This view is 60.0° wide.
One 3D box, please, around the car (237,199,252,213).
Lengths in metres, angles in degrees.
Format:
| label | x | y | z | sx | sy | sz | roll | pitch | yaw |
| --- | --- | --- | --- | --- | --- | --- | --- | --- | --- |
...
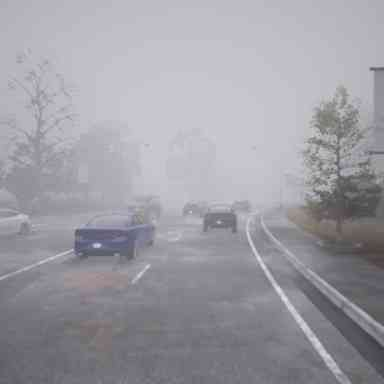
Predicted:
| label | x | y | z | sx | sy | sz | roll | pitch | yaw |
| --- | --- | --- | --- | --- | --- | --- | --- | --- | --- |
| car | 5.789 | 1.566 | 38.512 | 2.128 | 1.511 | 4.902 | 0 | 0 | 16 |

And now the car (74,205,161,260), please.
| label | x | y | z | sx | sy | sz | roll | pitch | yaw |
| --- | --- | --- | --- | --- | --- | --- | --- | --- | --- |
| car | -2.681 | 1.485 | 12.595 | 1.882 | 1.535 | 5.008 | 0 | 0 | 5 |

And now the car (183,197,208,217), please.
| label | x | y | z | sx | sy | sz | roll | pitch | yaw |
| --- | --- | --- | --- | --- | --- | --- | --- | --- | --- |
| car | 0.452 | 1.547 | 31.848 | 1.837 | 1.490 | 4.892 | 0 | 0 | 13 |

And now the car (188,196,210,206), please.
| label | x | y | z | sx | sy | sz | roll | pitch | yaw |
| --- | --- | --- | --- | --- | --- | --- | --- | --- | --- |
| car | 1.224 | 1.557 | 57.703 | 2.128 | 1.511 | 4.902 | 0 | 0 | 22 |

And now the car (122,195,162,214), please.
| label | x | y | z | sx | sy | sz | roll | pitch | yaw |
| --- | --- | --- | --- | --- | --- | --- | --- | --- | --- |
| car | -4.157 | 1.240 | 28.133 | 2.150 | 2.045 | 5.566 | 0 | 0 | 12 |

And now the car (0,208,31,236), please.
| label | x | y | z | sx | sy | sz | roll | pitch | yaw |
| --- | --- | --- | --- | --- | --- | --- | --- | --- | --- |
| car | -9.567 | 1.512 | 15.811 | 1.812 | 1.442 | 4.674 | 0 | 0 | 7 |

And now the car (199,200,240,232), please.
| label | x | y | z | sx | sy | sz | roll | pitch | yaw |
| --- | --- | --- | --- | --- | --- | --- | --- | --- | --- |
| car | 1.852 | 1.513 | 20.640 | 1.882 | 1.535 | 5.008 | 0 | 0 | 9 |
